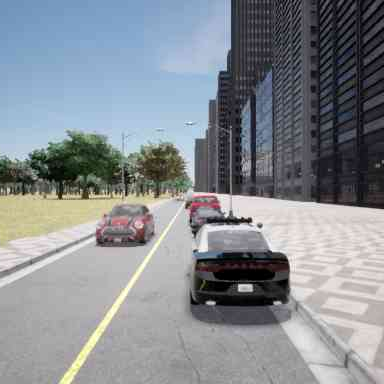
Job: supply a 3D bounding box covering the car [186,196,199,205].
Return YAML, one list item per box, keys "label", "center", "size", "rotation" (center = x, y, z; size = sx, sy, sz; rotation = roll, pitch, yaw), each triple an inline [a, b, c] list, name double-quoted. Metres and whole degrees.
- label: "car"
  center: [0.038, 1.422, 58.028]
  size: [2.128, 1.511, 4.902]
  rotation: [0, 0, 0]

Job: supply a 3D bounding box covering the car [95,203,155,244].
- label: "car"
  center: [-2.988, 1.349, 15.671]
  size: [2.097, 1.767, 4.553]
  rotation: [0, 0, 0]

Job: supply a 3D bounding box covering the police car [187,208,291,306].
- label: "police car"
  center: [0.907, 1.425, 8.230]
  size: [1.930, 1.638, 5.238]
  rotation: [0, 0, 0]

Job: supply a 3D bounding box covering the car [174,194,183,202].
- label: "car"
  center: [-2.951, 1.234, 75.147]
  size: [2.097, 1.767, 4.553]
  rotation: [0, 0, 0]

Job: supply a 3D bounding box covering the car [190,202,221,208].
- label: "car"
  center: [0.913, 1.521, 18.121]
  size: [1.812, 1.442, 4.674]
  rotation: [0, 0, 0]

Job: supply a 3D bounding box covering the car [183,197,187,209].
- label: "car"
  center: [0.054, 1.461, 44.989]
  size: [1.837, 1.490, 4.892]
  rotation: [0, 0, 1]

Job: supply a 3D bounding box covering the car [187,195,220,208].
- label: "car"
  center: [0.915, 1.214, 24.152]
  size: [2.150, 2.045, 5.566]
  rotation: [0, 0, 0]
